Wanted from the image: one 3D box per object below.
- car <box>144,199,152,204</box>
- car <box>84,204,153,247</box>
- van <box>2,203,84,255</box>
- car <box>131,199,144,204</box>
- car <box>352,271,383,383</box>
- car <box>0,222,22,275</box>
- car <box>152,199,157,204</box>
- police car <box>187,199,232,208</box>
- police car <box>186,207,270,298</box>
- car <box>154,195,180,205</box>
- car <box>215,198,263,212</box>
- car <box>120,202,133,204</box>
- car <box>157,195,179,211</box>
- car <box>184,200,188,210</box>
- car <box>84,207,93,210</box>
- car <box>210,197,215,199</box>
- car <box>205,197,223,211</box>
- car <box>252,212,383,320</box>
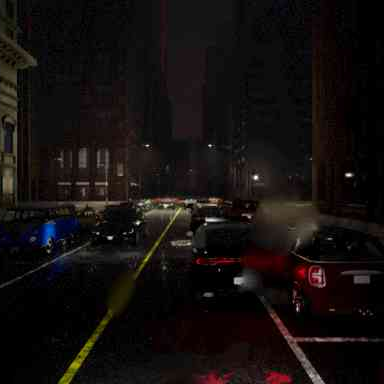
[{"bbox_3d":[-5.823,1.579,35.483,1.947,1.339,4.313,0,0,0],"label":"car"},{"bbox_3d":[-3.125,1.507,15.107,1.837,1.490,4.892,0,0,0],"label":"car"},{"bbox_3d":[-5.788,1.342,12.937,1.690,1.788,3.998,0,0,0],"label":"van"},{"bbox_3d":[-5.814,1.575,29.846,1.947,1.339,4.313,0,0,0],"label":"car"},{"bbox_3d":[2.756,1.582,1.682,1.802,1.307,4.206,0,0,0],"label":"car"},{"bbox_3d":[-5.778,1.582,7.300,1.802,1.307,4.206,0,0,0],"label":"car"},{"bbox_3d":[-5.832,1.569,41.119,2.008,1.369,4.403,0,0,0],"label":"car"},{"bbox_3d":[0.838,1.428,18.679,1.930,1.638,5.238,0,0,0],"label":"police car"},{"bbox_3d":[0.886,1.426,8.679,1.930,1.638,5.238,0,0,0],"label":"police car"},{"bbox_3d":[-4.537,1.401,60.109,4.553,1.767,2.097,0,0,38],"label":"car"},{"bbox_3d":[2.728,1.318,18.590,2.192,1.841,5.009,0,0,0],"label":"car"},{"bbox_3d":[-5.804,1.588,24.210,1.802,1.307,4.206,0,0,0],"label":"car"},{"bbox_3d":[-3.066,1.510,41.630,2.128,1.511,4.902,0,0,0],"label":"car"},{"bbox_3d":[-0.068,1.620,42.972,1.895,1.301,4.718,0,0,0],"label":"car"},{"bbox_3d":[-5.796,1.528,18.403,1.752,1.417,4.829,0,0,0],"label":"car"},{"bbox_3d":[2.719,1.321,24.226,2.192,1.841,5.009,0,0,0],"label":"car"},{"bbox_3d":[2.693,1.458,41.134,1.967,1.590,4.097,0,0,0],"label":"car"},{"bbox_3d":[2.747,1.440,7.318,1.967,1.590,4.097,0,0,0],"label":"car"}]
